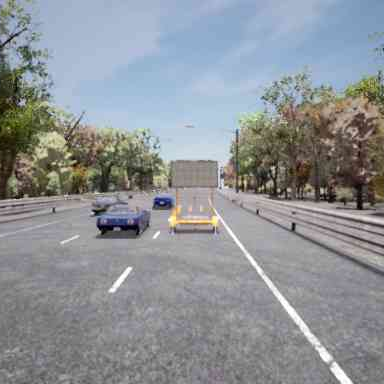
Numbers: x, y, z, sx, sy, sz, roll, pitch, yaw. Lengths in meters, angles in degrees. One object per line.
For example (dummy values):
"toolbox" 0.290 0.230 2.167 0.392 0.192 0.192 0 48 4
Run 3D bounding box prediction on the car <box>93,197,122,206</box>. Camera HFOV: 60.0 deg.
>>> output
"car" -6.576 1.072 27.162 2.033 1.411 5.357 0 1 1

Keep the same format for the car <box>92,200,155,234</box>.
"car" -3.263 1.304 16.871 1.895 1.301 4.718 0 1 1

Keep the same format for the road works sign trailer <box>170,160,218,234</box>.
"road works sign trailer" 0.137 0.166 16.865 2.380 3.560 2.880 0 1 2

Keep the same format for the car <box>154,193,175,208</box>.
"car" -2.914 0.852 35.258 1.882 1.535 5.008 0 1 1
